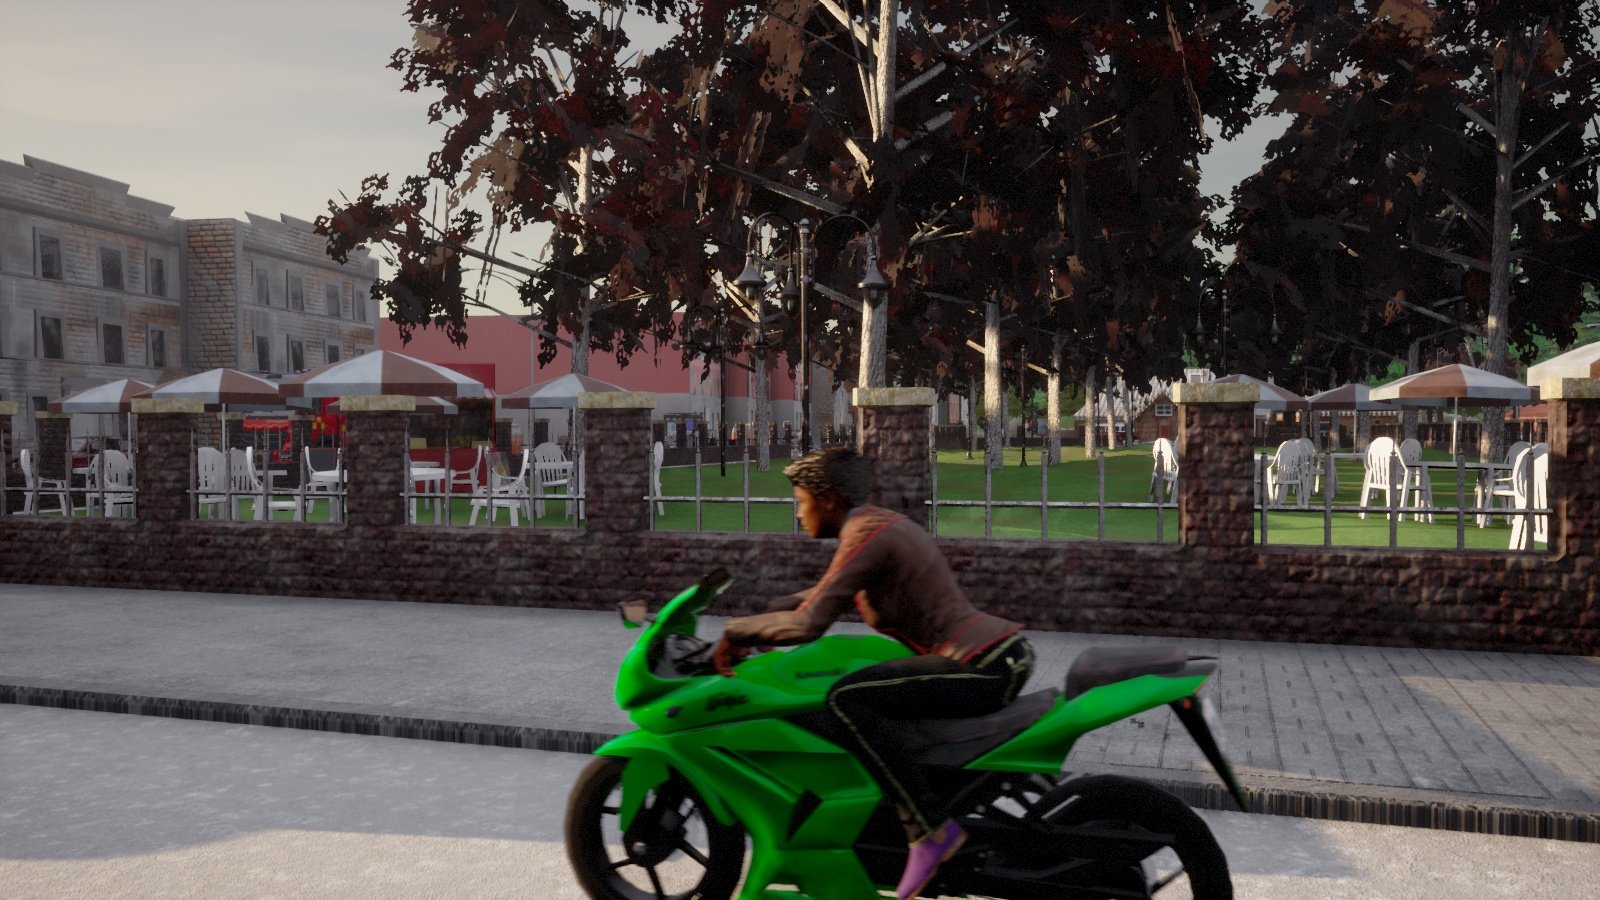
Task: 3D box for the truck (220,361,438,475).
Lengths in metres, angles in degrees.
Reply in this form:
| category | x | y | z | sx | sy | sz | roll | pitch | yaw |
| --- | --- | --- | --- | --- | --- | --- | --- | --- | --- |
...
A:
| category | x | y | z | sx | sy | sz | roll | pitch | yaw |
| --- | --- | --- | --- | --- | --- | --- | --- | --- | --- |
| truck | -17.227 | -1.152 | 46.772 | 2.891 | 3.827 | 8.468 | 1 | 1 | 18 |

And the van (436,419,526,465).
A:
| category | x | y | z | sx | sy | sz | roll | pitch | yaw |
| --- | --- | --- | --- | --- | --- | --- | --- | --- | --- |
| van | -14.172 | -0.370 | 55.991 | 1.775 | 1.987 | 4.442 | 1 | 1 | 18 |

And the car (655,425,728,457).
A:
| category | x | y | z | sx | sy | sz | roll | pitch | yaw |
| --- | --- | --- | --- | --- | --- | --- | --- | --- | --- |
| car | -5.846 | -0.511 | 68.335 | 2.152 | 1.651 | 5.027 | 1 | 1 | 19 |

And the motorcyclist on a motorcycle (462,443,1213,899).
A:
| category | x | y | z | sx | sy | sz | roll | pitch | yaw |
| --- | --- | --- | --- | --- | --- | --- | --- | --- | --- |
| motorcyclist on a motorcycle | 0.123 | 0.750 | 3.671 | 2.044 | 1.523 | 0.797 | 1 | 1 | 18 |

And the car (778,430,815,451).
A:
| category | x | y | z | sx | sy | sz | roll | pitch | yaw |
| --- | --- | --- | --- | --- | --- | --- | --- | --- | --- |
| car | -0.268 | -0.760 | 97.690 | 1.789 | 1.549 | 3.705 | 1 | 1 | 18 |

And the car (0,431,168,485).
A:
| category | x | y | z | sx | sy | sz | roll | pitch | yaw |
| --- | --- | --- | --- | --- | --- | --- | --- | --- | --- |
| car | -20.693 | 0.180 | 36.370 | 1.816 | 1.474 | 4.193 | 1 | 1 | 18 |

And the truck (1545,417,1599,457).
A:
| category | x | y | z | sx | sy | sz | roll | pitch | yaw |
| --- | --- | --- | --- | --- | --- | --- | --- | --- | --- |
| truck | 50.551 | -0.801 | 81.592 | 2.627 | 2.467 | 5.204 | 1 | -1 | 18 |
